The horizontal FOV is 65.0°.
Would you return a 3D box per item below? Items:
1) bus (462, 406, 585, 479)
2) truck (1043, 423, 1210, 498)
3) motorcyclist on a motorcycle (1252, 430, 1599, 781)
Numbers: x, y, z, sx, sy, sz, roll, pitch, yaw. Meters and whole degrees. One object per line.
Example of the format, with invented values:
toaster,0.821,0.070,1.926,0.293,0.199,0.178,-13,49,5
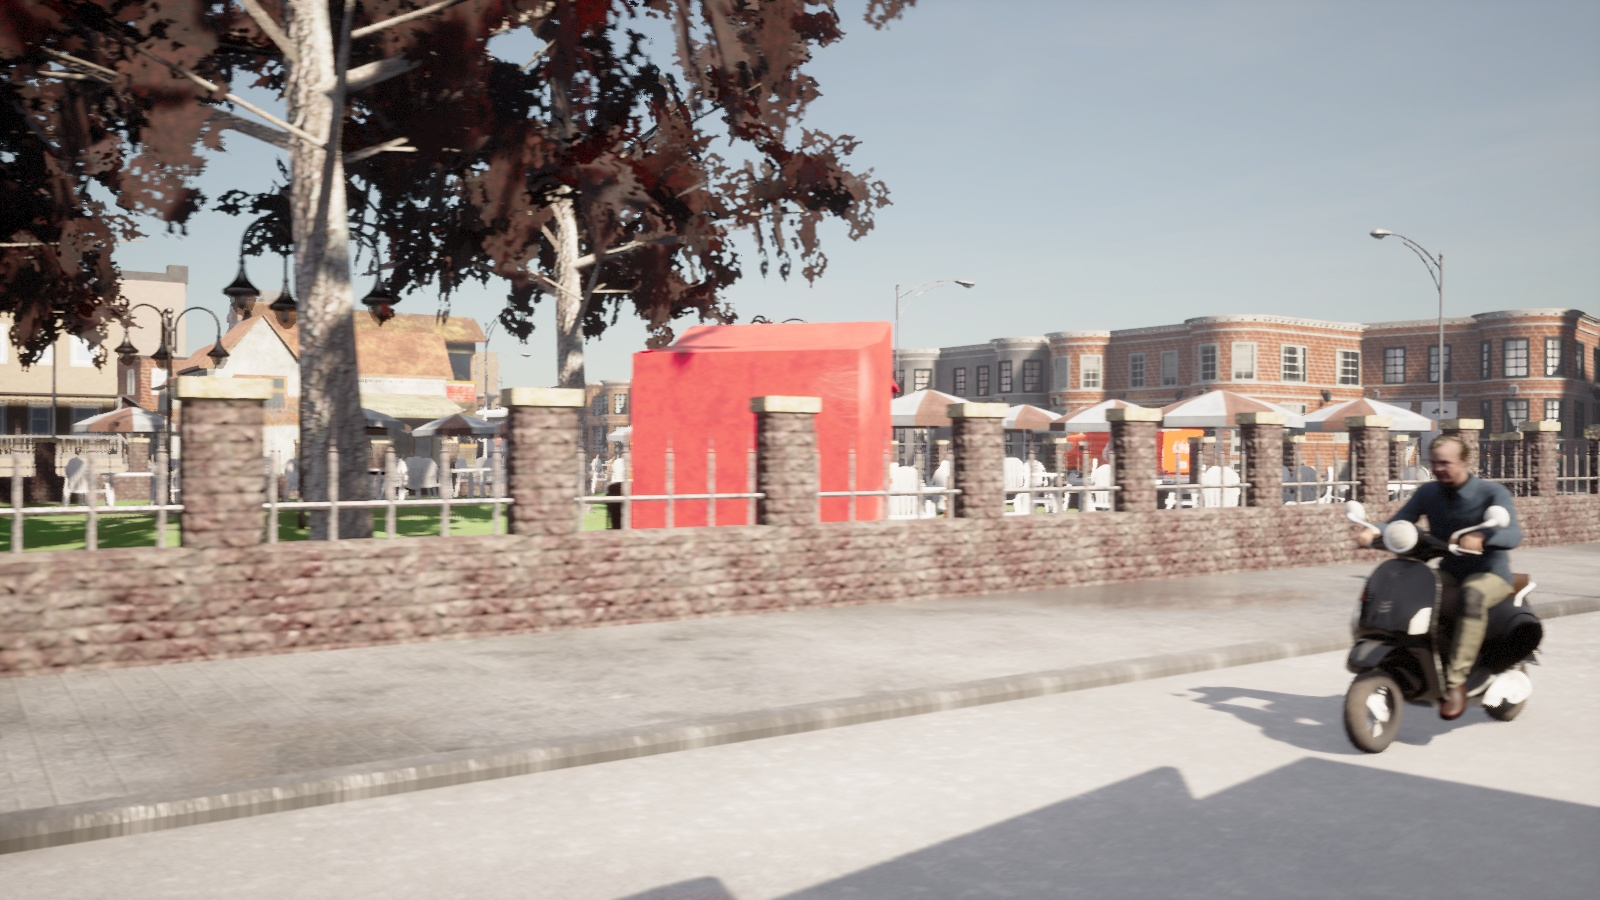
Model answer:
bus,-17.438,-0.402,78.460,3.944,4.253,10.273,0,0,-34
truck,11.337,0.342,43.991,2.627,2.467,5.204,0,0,-35
motorcyclist on a motorcycle,3.298,0.707,6.564,1.817,1.590,0.866,0,0,-35
